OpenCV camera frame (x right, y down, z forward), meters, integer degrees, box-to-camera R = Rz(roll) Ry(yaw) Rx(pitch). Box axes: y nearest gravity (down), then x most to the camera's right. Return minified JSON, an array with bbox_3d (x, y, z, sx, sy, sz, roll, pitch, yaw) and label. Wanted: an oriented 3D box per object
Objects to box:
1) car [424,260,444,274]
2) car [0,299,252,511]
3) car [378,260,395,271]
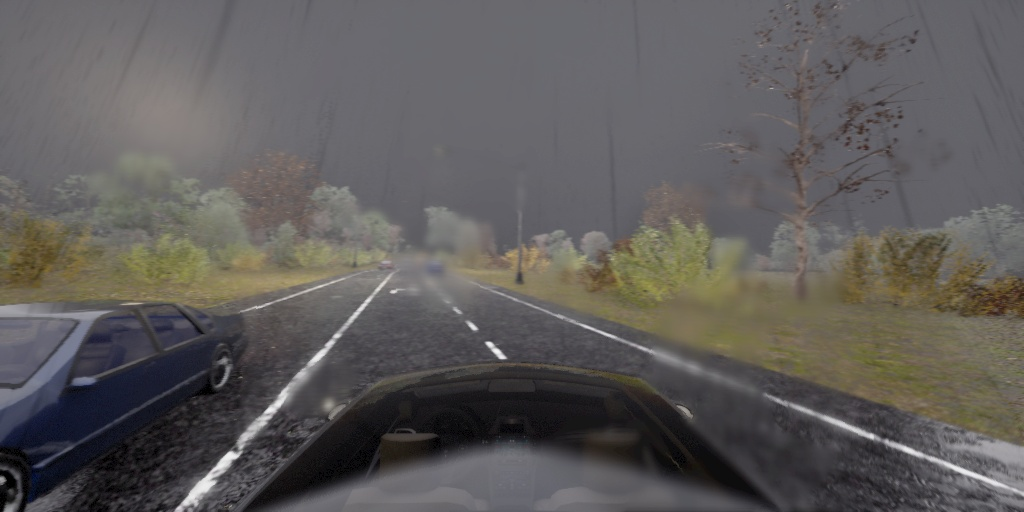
[{"bbox_3d":[-10.030,1.510,46.961,1.882,1.535,5.008,2,-1,-16],"label":"car"},{"bbox_3d":[-4.510,1.175,3.482,2.033,1.411,5.357,2,-1,-16],"label":"car"},{"bbox_3d":[-17.959,1.356,51.523,1.812,1.442,4.674,2,-1,-11],"label":"car"}]
